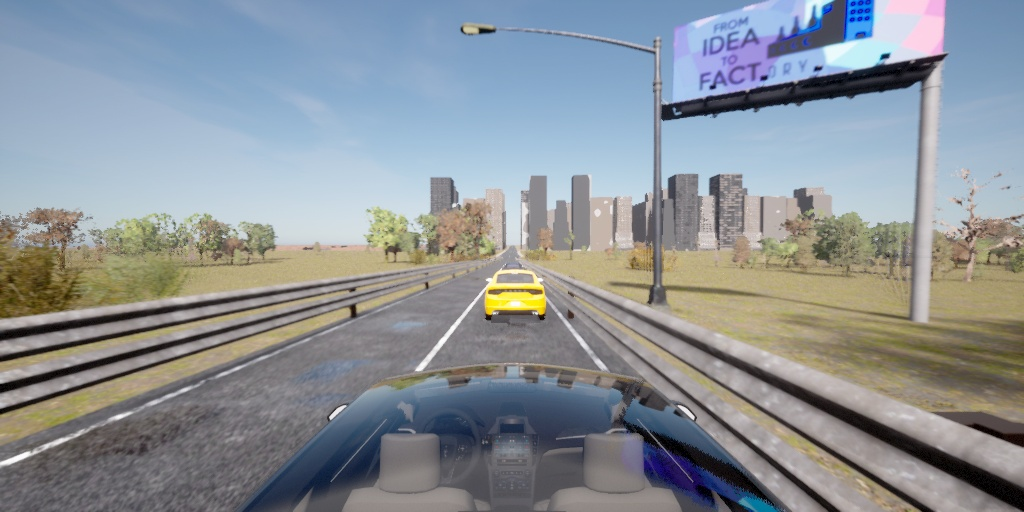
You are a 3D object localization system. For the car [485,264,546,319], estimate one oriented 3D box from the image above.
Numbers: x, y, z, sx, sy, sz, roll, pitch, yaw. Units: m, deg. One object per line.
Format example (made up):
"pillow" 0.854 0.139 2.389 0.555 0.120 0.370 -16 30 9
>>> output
"car" 0.101 1.224 12.804 1.882 1.535 5.008 0 0 0
